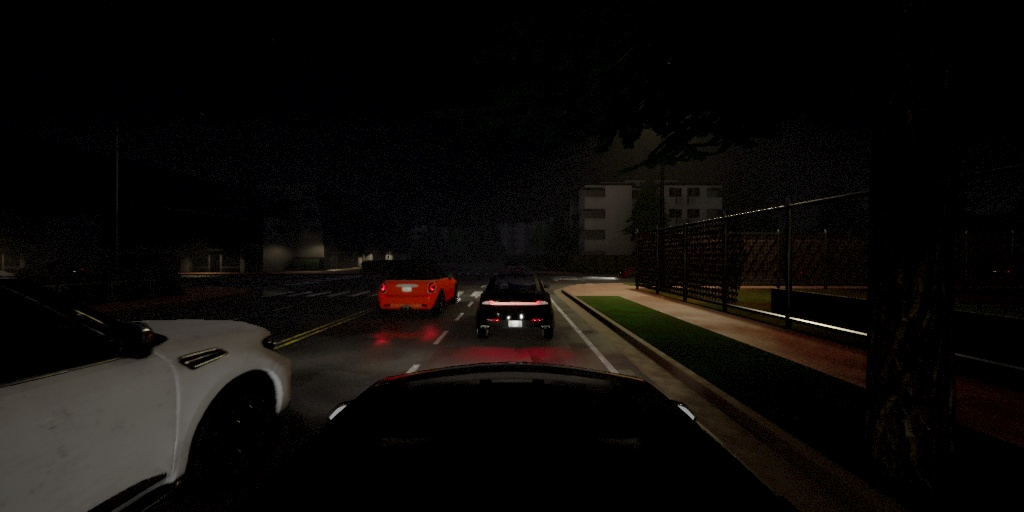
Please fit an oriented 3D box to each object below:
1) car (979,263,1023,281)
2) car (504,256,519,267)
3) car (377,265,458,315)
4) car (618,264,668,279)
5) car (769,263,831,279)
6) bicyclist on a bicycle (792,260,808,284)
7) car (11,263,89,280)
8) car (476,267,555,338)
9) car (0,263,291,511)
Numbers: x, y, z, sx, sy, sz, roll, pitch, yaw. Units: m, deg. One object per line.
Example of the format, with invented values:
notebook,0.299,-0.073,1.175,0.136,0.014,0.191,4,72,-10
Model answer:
car,40.889,1.273,29.407,5.357,1.411,2.033,0,0,-19
car,-0.072,0.971,60.188,2.150,2.045,5.566,0,0,0
car,-3.398,1.102,13.740,2.097,1.767,4.553,0,0,0
car,11.660,1.297,31.916,4.181,1.385,1.994,0,0,0
car,25.551,1.238,31.951,4.892,1.490,1.837,0,0,0
bicyclist on a bicycle,18.301,1.037,22.965,0.582,1.620,1.656,0,0,0
car,-39.782,1.314,30.953,4.181,1.385,1.994,0,0,0
car,0.088,1.242,10.132,2.128,1.511,4.902,0,0,0
car,-3.404,0.973,1.384,2.150,2.045,5.566,0,0,0
